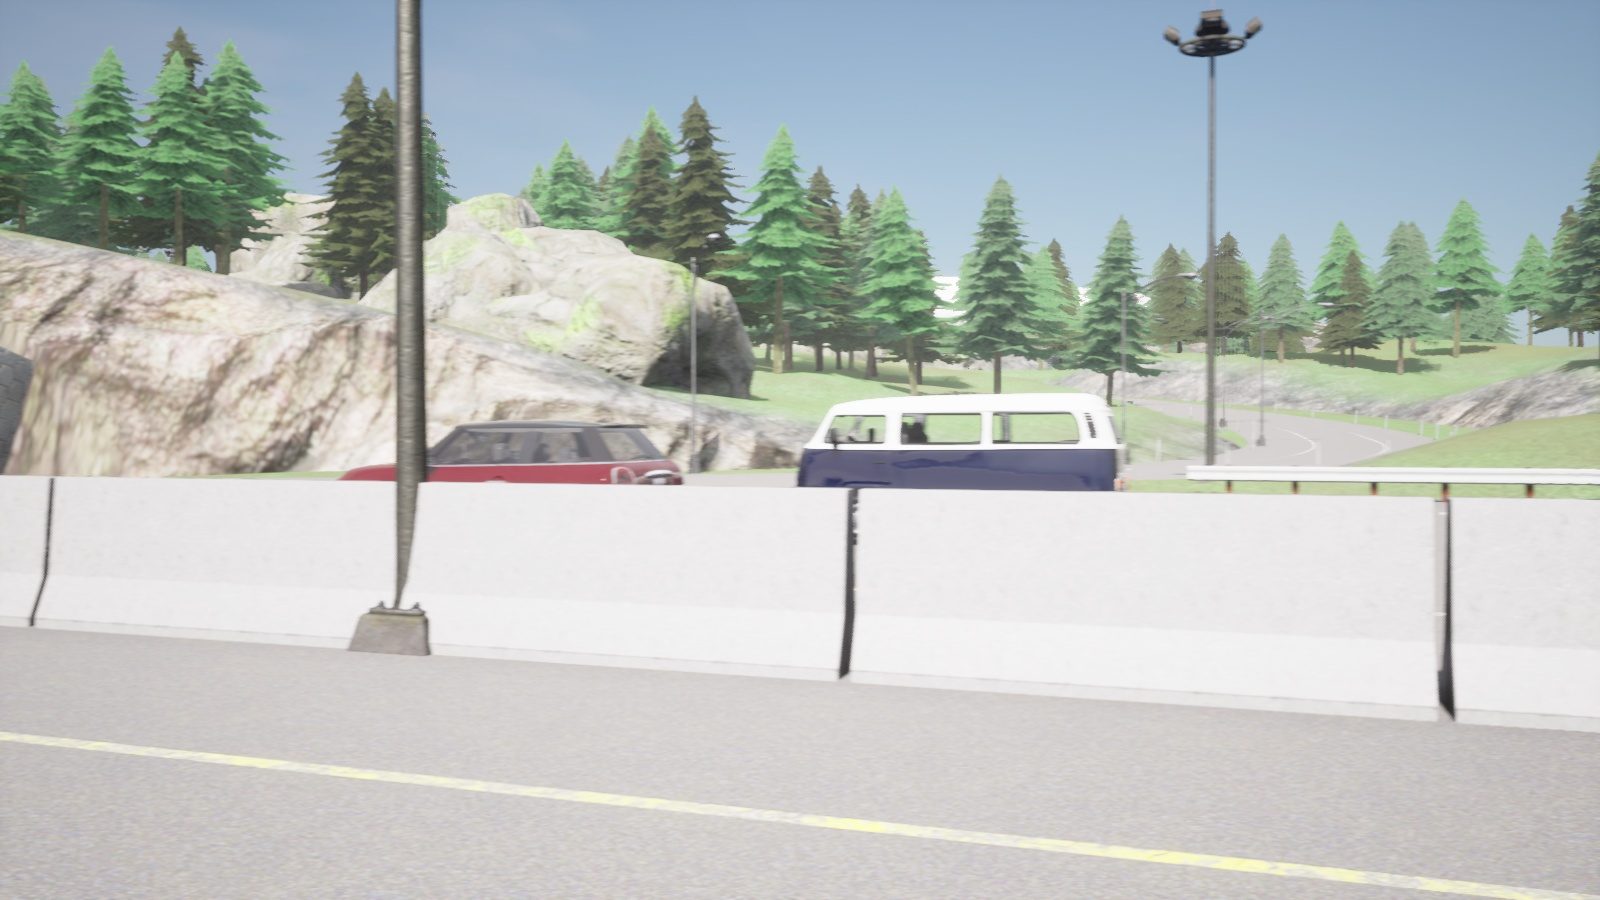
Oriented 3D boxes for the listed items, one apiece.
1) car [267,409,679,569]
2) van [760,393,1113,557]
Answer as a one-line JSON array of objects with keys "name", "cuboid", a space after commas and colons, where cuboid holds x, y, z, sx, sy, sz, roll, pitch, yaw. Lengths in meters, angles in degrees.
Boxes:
[{"name": "car", "cuboid": [-4.026, 0.392, 15.623, 4.553, 1.767, 2.097, 1, 1, 19]}, {"name": "van", "cuboid": [1.919, 0.267, 17.313, 4.480, 2.038, 2.069, 1, 1, 19]}]
